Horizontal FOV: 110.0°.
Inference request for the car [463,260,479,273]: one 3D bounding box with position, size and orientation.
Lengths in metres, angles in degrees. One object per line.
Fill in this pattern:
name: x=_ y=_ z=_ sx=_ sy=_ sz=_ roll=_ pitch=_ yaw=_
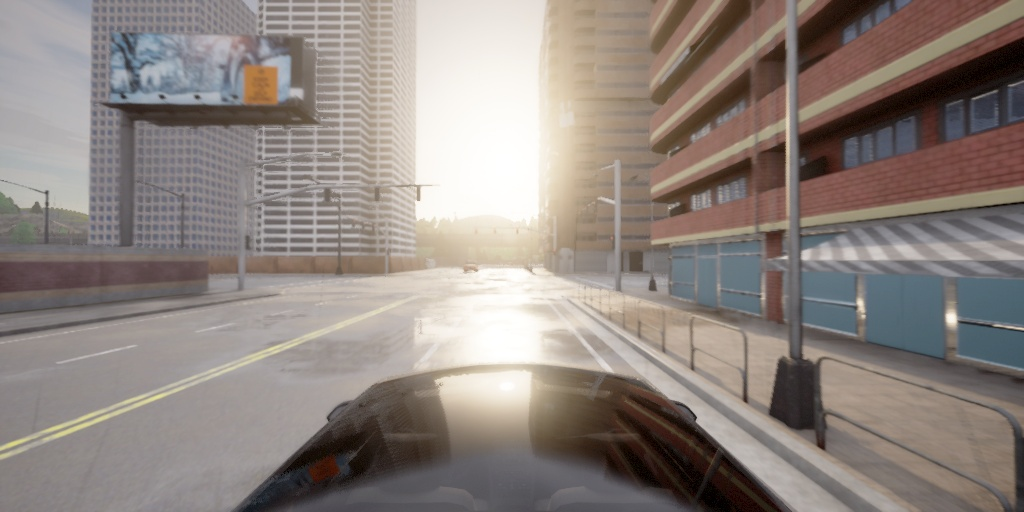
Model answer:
car: x=-7.011 y=1.794 z=61.611 sx=2.150 sy=2.045 sz=5.566 roll=0 pitch=1 yaw=0
